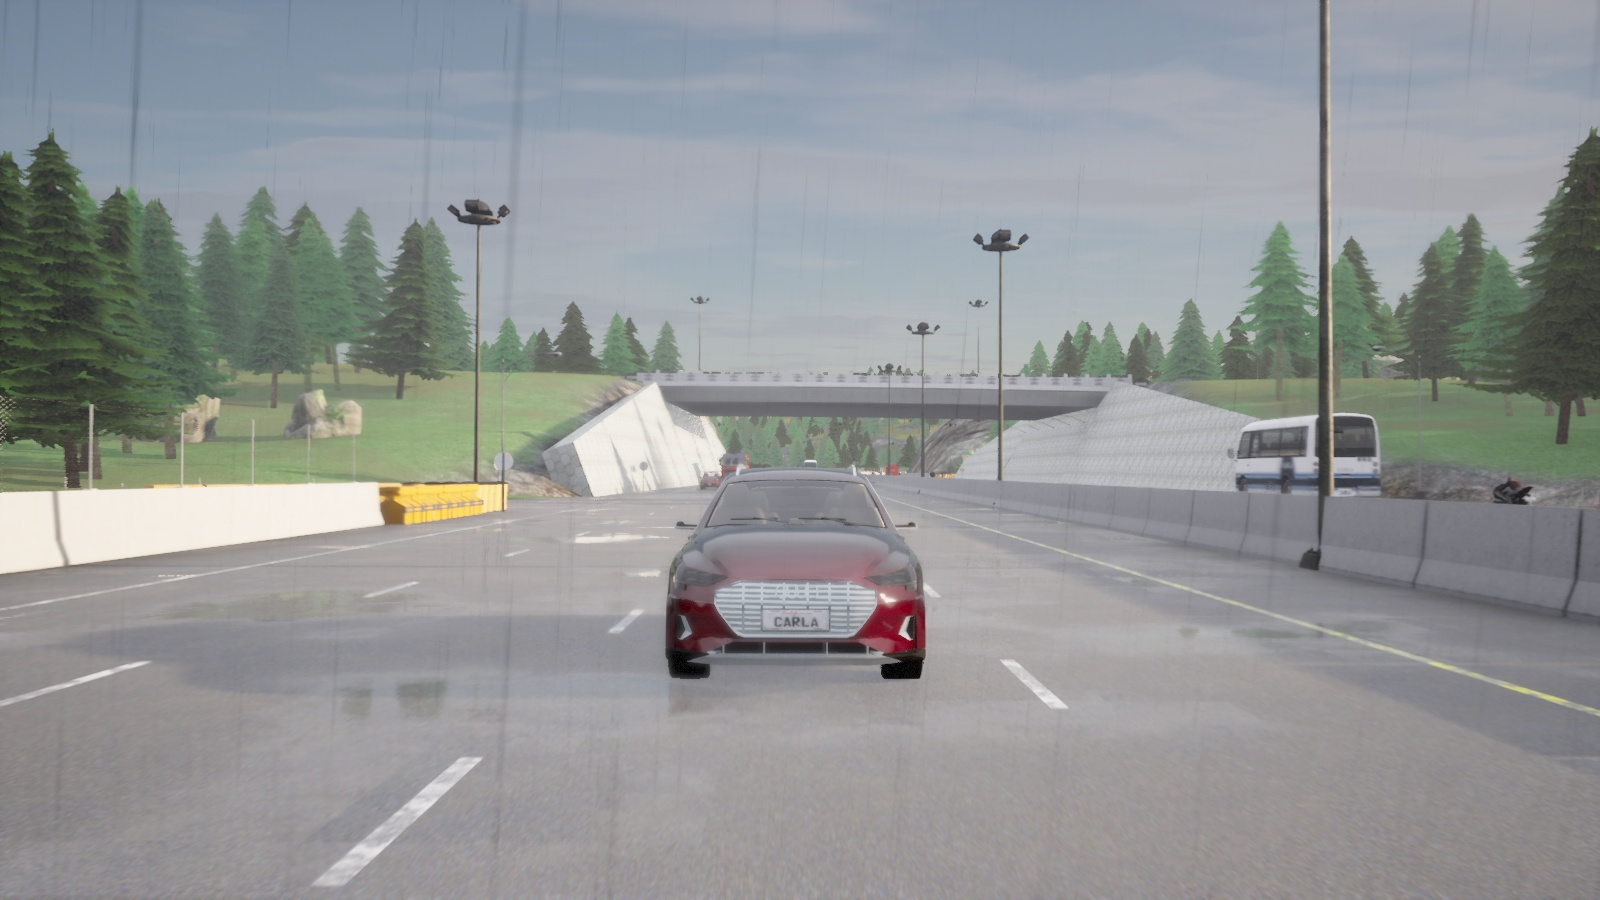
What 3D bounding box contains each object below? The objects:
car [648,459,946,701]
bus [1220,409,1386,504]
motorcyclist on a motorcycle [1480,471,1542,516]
[{"bbox_3d":[-0.027,0.930,11.037,2.033,1.649,4.856,0,-1,0],"label":"car"},{"bbox_3d":[24.345,0.372,61.590,3.944,4.253,10.273,0,-1,0],"label":"bus"},{"bbox_3d":[24.395,1.474,43.154,0.866,1.530,2.191,0,-1,0],"label":"motorcyclist on a motorcycle"}]
